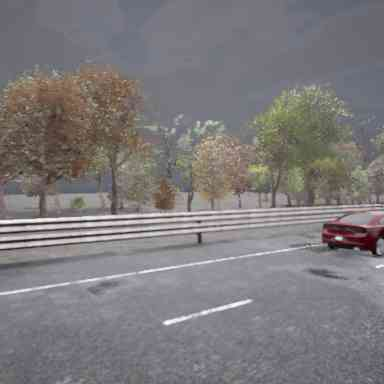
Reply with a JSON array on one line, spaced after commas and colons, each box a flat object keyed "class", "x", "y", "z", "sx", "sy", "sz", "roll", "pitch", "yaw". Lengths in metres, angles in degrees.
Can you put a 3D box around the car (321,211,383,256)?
[{"class": "car", "x": 7.201, "y": 1.485, "z": 13.174, "sx": 5.008, "sy": 1.535, "sz": 1.882, "roll": 0, "pitch": 0, "yaw": -35}]
